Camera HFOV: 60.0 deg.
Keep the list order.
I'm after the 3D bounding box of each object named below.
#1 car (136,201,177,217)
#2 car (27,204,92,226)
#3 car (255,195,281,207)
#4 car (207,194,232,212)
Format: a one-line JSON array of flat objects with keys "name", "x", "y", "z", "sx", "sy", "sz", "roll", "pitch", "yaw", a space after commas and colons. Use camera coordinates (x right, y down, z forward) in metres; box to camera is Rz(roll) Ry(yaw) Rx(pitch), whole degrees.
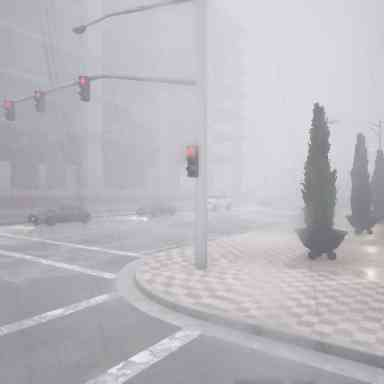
[{"name": "car", "x": -3.310, "y": 1.564, "z": 31.331, "sx": 1.994, "sy": 1.385, "sz": 4.181, "roll": 0, "pitch": 0, "yaw": 36}, {"name": "car", "x": -9.162, "y": 1.564, "z": 23.249, "sx": 1.994, "sy": 1.385, "sz": 4.181, "roll": 0, "pitch": 0, "yaw": 36}, {"name": "car", "x": 11.885, "y": 1.566, "z": 52.154, "sx": 1.994, "sy": 1.385, "sz": 4.181, "roll": 0, "pitch": 0, "yaw": 36}, {"name": "car", "x": 2.732, "y": 1.219, "z": 39.660, "sx": 2.150, "sy": 2.045, "sz": 5.566, "roll": 0, "pitch": 0, "yaw": 36}]
